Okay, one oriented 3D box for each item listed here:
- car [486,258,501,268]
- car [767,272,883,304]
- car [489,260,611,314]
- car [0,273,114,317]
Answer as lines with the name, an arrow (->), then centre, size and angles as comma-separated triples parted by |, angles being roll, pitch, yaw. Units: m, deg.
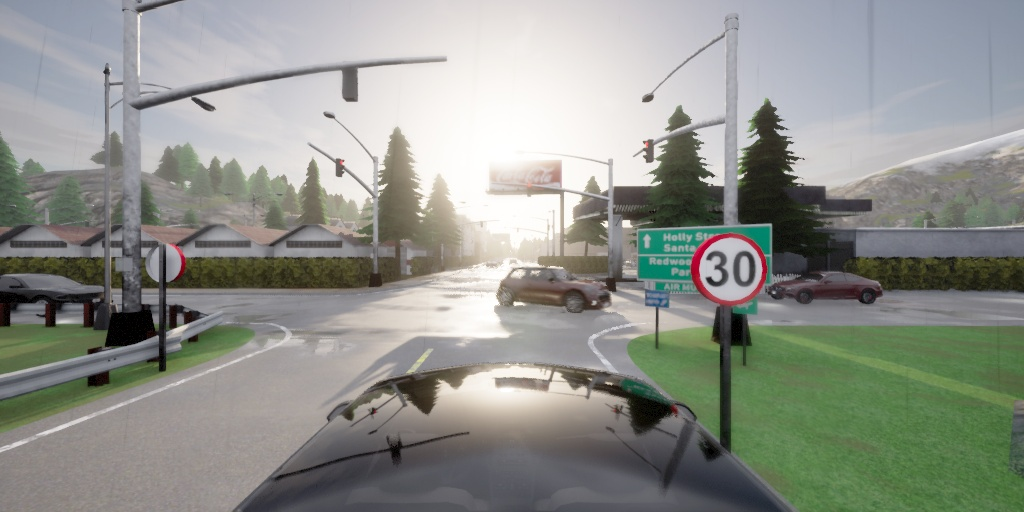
car -> -3.425, 1.276, 62.138 | 1.812, 1.442, 4.674 | 0, 0, 2
car -> 14.793, 1.467, 17.048 | 4.674, 1.442, 1.812 | 0, 0, 0
car -> 1.639, 1.215, 14.586 | 4.553, 1.767, 2.097 | 1, 0, 33
car -> -18.335, 1.419, 13.722 | 5.008, 1.535, 1.882 | 0, 0, 1
